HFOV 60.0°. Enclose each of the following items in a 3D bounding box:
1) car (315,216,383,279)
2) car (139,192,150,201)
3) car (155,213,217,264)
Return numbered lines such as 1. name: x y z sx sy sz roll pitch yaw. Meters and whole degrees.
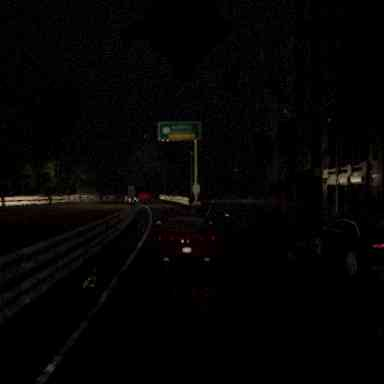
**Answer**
1. car: 5.162 1.478 9.973 2.128 1.511 4.902 0 0 4
2. car: -10.130 0.937 71.097 2.150 2.045 5.566 0 0 -11
3. car: -0.259 1.475 11.826 1.882 1.535 5.008 1 0 -3
